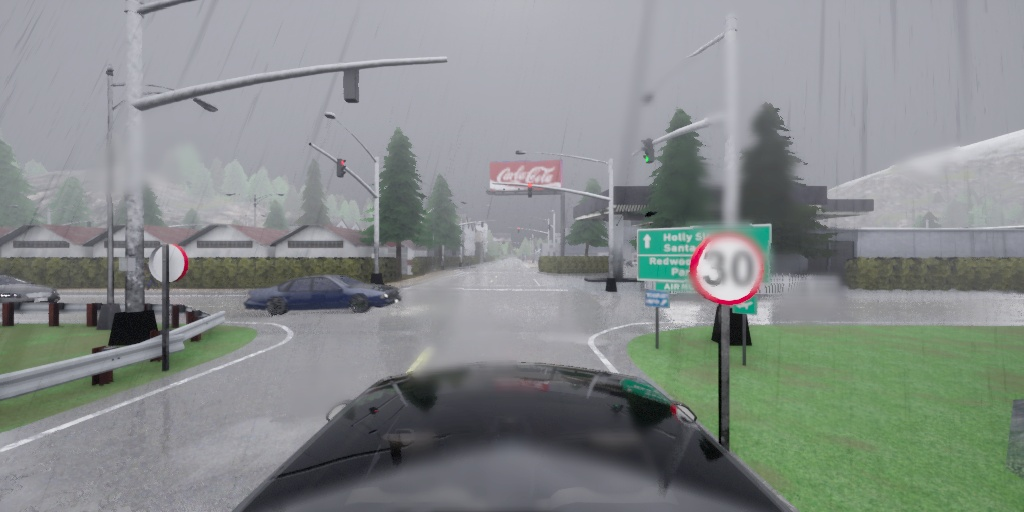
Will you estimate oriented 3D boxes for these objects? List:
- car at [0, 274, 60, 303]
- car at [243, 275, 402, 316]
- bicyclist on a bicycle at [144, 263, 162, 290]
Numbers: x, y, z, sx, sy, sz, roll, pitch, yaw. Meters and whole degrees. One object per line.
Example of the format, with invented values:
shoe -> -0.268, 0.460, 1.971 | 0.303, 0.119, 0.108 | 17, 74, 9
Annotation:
car -> -20.581, 1.431, 13.843 | 4.902, 1.511, 2.128 | 0, 0, 1
car -> -7.074, 1.424, 13.666 | 5.357, 1.411, 2.033 | -2, 0, 1
bicyclist on a bicycle -> -21.672, 1.244, 21.339 | 0.582, 1.620, 1.656 | 0, 0, 1
